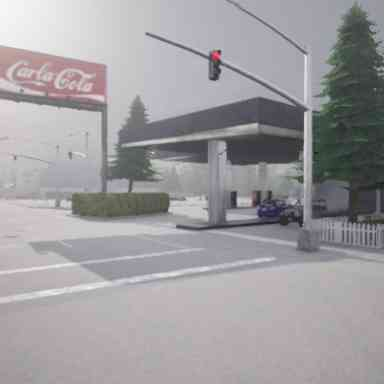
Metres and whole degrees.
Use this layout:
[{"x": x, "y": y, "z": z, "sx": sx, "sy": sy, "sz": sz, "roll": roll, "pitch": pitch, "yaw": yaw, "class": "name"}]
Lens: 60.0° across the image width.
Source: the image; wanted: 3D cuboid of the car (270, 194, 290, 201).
[{"x": 21.637, "y": 1.273, "z": 81.568, "sx": 2.007, "sy": 1.523, "sz": 4.514, "roll": 0, "pitch": 0, "yaw": -36, "class": "car"}]

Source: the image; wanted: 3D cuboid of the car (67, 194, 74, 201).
[{"x": -25.044, "y": 1.224, "z": 70.254, "sx": 2.007, "sy": 1.523, "sz": 4.514, "roll": 0, "pitch": 0, "yaw": -36, "class": "car"}]

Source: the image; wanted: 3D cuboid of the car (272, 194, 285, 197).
[{"x": 19.134, "y": 1.267, "z": 79.676, "sx": 2.152, "sy": 1.636, "sz": 5.027, "roll": 0, "pitch": 0, "yaw": -36, "class": "car"}]

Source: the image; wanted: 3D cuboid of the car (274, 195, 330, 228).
[{"x": 7.891, "y": 1.381, "z": 23.054, "sx": 3.866, "sy": 1.878, "sz": 1.905, "roll": 0, "pitch": 0, "yaw": -36, "class": "car"}]

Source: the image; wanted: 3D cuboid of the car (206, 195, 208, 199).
[{"x": 5.042, "y": 1.247, "z": 78.889, "sx": 1.845, "sy": 1.501, "sz": 3.633, "roll": 0, "pitch": 0, "yaw": -36, "class": "car"}]

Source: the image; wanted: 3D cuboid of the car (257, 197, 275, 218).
[{"x": 8.056, "y": 1.531, "z": 30.185, "sx": 4.611, "sy": 1.667, "sz": 2.242, "roll": 0, "pitch": 0, "yaw": -36, "class": "car"}]

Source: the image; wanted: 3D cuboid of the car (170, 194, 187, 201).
[{"x": -3.054, "y": 1.234, "z": 73.031, "sx": 2.007, "sy": 1.523, "sz": 4.514, "roll": 0, "pitch": 0, "yaw": -36, "class": "car"}]
